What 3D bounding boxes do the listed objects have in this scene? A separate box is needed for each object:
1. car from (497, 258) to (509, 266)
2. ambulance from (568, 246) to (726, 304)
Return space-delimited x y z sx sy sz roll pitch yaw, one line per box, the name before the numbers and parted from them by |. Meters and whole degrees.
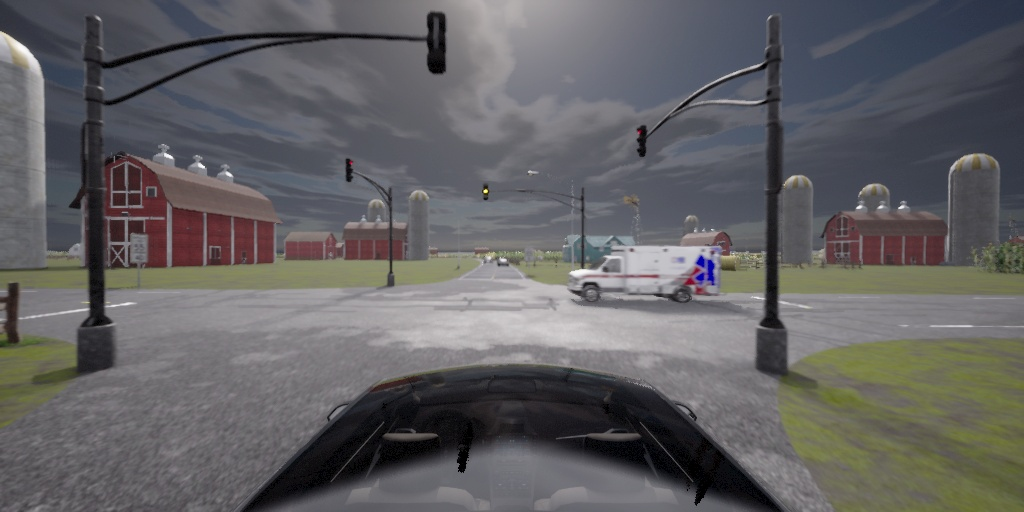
car | -1.582 1.177 65.139 1.994 1.385 4.181 0 0 -3
ambulance | 5.758 0.774 16.001 6.366 2.431 2.351 0 1 0
